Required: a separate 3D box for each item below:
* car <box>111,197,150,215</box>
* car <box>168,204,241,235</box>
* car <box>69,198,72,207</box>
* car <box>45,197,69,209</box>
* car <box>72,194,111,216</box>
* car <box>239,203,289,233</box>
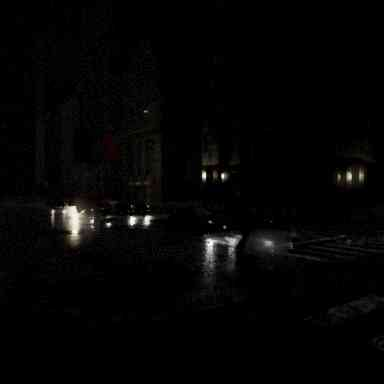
[{"bbox_3d":[-6.074,1.344,33.666,2.097,1.767,4.553,0,0,-35],"label":"car"},{"bbox_3d":[0.346,1.528,18.982,1.812,1.442,4.674,0,0,-35],"label":"car"},{"bbox_3d":[-16.676,1.490,48.784,1.882,1.535,5.008,0,0,-35],"label":"car"},{"bbox_3d":[-19.338,1.419,46.919,1.837,1.490,4.892,0,0,-35],"label":"car"},{"bbox_3d":[-10.021,1.219,33.615,2.150,2.045,5.566,0,0,-35],"label":"car"},{"bbox_3d":[3.503,1.476,20.149,1.882,1.535,5.008,0,0,-35],"label":"car"}]
